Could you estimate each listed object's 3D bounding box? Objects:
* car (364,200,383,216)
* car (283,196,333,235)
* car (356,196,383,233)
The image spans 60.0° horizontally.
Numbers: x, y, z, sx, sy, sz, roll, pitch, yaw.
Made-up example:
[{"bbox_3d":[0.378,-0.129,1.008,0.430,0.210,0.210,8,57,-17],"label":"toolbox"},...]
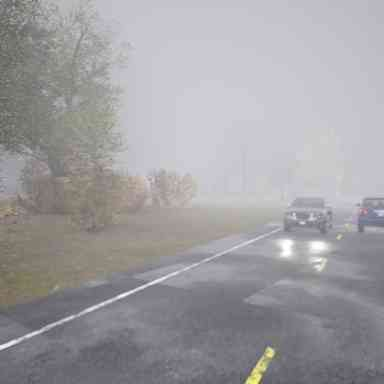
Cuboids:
[{"bbox_3d":[18.774,1.588,34.348,1.812,1.442,4.674,0,0,28],"label":"car"},{"bbox_3d":[6.971,1.253,19.601,2.150,2.045,5.566,0,0,28],"label":"car"},{"bbox_3d":[11.006,1.247,19.562,2.150,2.045,5.566,0,0,28],"label":"car"}]
